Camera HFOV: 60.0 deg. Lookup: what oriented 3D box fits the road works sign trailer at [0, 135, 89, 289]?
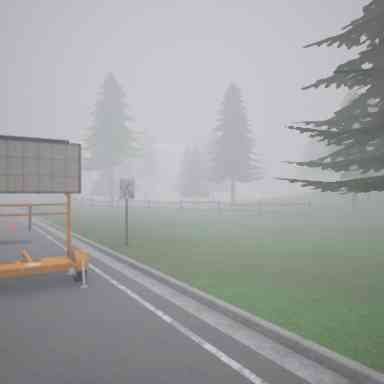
[{"bbox_3d":[-4.078,0.439,8.360,2.380,3.560,2.880,0,0,-32],"label":"road works sign trailer"}]
